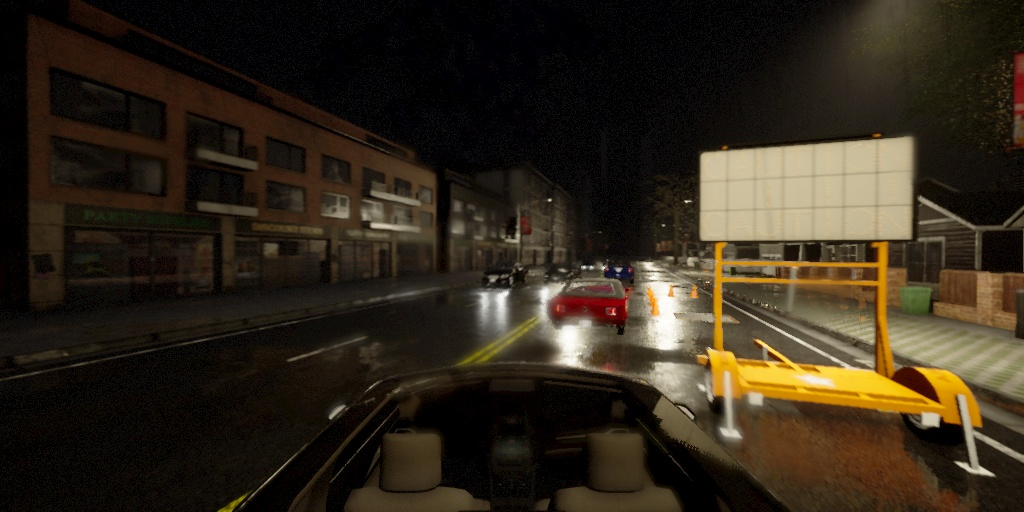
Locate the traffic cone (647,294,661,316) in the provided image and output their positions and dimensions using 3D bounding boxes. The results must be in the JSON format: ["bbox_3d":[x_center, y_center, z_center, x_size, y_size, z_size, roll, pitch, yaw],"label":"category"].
[{"bbox_3d":[4.815,1.681,12.048,0.340,0.580,0.340,0,0,19],"label":"traffic cone"}]

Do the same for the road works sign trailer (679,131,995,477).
[{"bbox_3d":[3.839,0.219,4.980,2.380,3.560,2.880,0,0,19],"label":"road works sign trailer"}]

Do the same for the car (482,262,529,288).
[{"bbox_3d":[-0.325,1.136,23.106,2.128,1.511,4.902,0,0,19],"label":"car"}]

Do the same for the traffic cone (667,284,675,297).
[{"bbox_3d":[7.716,1.672,17.395,0.340,0.580,0.340,0,0,19],"label":"traffic cone"}]

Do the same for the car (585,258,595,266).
[{"bbox_3d":[13.365,1.096,62.592,1.994,1.385,4.181,0,0,20],"label":"car"}]

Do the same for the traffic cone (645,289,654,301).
[{"bbox_3d":[5.466,1.676,13.939,0.340,0.580,0.340,0,0,19],"label":"traffic cone"}]

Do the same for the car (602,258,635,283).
[{"bbox_3d":[8.204,1.024,27.287,2.097,1.767,4.553,0,0,19],"label":"car"}]

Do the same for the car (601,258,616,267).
[{"bbox_3d":[16.955,1.052,63.005,2.128,1.511,4.902,0,0,19],"label":"car"}]

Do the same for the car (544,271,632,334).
[{"bbox_3d":[2.490,1.320,10.719,1.895,1.301,4.718,0,0,19],"label":"car"}]

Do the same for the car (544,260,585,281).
[{"bbox_3d":[3.474,1.165,24.153,1.837,1.490,4.892,0,0,19],"label":"car"}]

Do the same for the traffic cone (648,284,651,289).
[{"bbox_3d":[6.118,1.670,15.830,0.340,0.580,0.340,0,0,19],"label":"traffic cone"}]
